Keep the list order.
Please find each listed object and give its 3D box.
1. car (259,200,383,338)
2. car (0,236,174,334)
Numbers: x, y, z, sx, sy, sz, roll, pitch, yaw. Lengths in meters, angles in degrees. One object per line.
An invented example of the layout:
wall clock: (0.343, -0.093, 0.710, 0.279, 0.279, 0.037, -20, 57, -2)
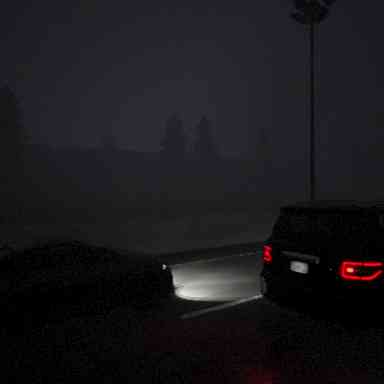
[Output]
car: (3.750, 1.175, 6.420, 5.566, 2.045, 2.150, 0, 0, -35)
car: (-2.440, 1.553, 6.305, 4.181, 1.385, 1.994, 0, 0, -35)
